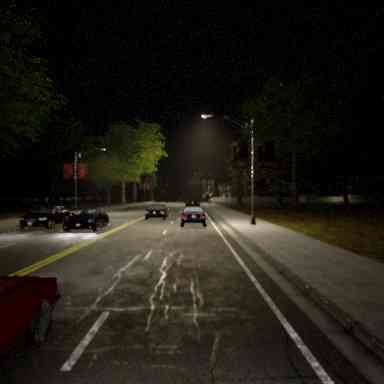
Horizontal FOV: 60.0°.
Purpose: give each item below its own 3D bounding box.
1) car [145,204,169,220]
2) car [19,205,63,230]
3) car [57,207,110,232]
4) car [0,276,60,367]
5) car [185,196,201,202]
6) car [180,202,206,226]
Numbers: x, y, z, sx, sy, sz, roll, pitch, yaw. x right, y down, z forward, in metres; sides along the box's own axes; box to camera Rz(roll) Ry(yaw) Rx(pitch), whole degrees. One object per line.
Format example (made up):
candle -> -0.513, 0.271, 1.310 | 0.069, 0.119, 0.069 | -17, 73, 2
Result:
car -> -3.142, 1.796, 30.416 | 2.033, 1.411, 5.357 | 0, -1, 0
car -> -9.824, 1.669, 22.619 | 2.128, 1.511, 4.902 | 0, -1, 0
car -> -6.579, 1.728, 21.164 | 1.994, 1.385, 4.181 | 0, -1, 0
car -> -3.149, 1.626, 3.507 | 1.895, 1.301, 4.718 | 0, 0, 0
car -> 0.112, 1.641, 48.001 | 2.150, 2.045, 5.566 | 0, 0, 0
car -> 0.107, 1.747, 25.091 | 2.033, 1.411, 5.357 | 0, -1, 0
